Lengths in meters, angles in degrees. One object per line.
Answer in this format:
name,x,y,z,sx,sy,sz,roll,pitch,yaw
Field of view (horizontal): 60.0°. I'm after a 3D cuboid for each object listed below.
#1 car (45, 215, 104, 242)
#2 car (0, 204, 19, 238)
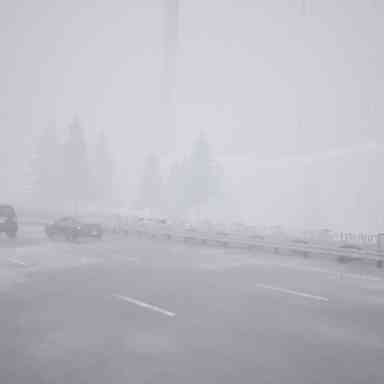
car,-7.179,2.148,20.235,4.674,1.442,1.812,-1,-3,42
car,-12.694,1.759,20.580,5.566,2.045,2.150,-1,-3,43
